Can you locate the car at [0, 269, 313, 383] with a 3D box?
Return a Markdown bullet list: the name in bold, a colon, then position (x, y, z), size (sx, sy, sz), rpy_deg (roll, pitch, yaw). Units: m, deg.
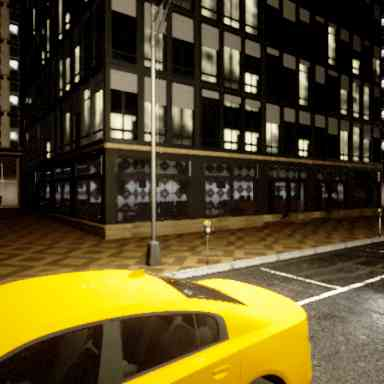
- **car**: position (-1.166, 1.475, 2.546), size (5.008, 1.535, 1.882), rpy_deg (0, 0, -35)
